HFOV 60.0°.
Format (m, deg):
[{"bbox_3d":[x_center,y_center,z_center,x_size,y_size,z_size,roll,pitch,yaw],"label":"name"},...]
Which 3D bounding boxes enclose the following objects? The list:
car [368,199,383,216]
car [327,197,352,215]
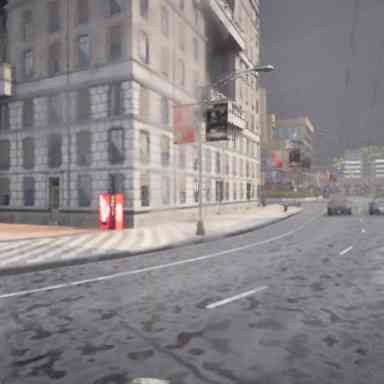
[{"bbox_3d":[17.860,1.392,31.491,2.128,1.511,4.902,-1,0,27],"label":"car"},{"bbox_3d":[14.674,1.277,32.946,2.097,1.767,4.553,-1,0,27],"label":"car"}]
